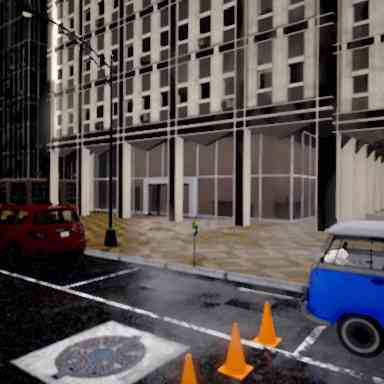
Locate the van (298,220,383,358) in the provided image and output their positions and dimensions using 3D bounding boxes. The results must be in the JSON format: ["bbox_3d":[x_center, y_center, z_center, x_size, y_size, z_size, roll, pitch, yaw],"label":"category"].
[{"bbox_3d":[3.596,1.341,4.420,3.998,1.788,1.690,0,1,36],"label":"van"}]

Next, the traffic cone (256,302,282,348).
[{"bbox_3d":[1.132,1.955,5.014,0.340,0.580,0.340,0,0,36],"label":"traffic cone"}]

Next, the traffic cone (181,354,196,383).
[{"bbox_3d":[-0.036,1.955,3.391,0.340,0.580,0.340,0,0,36],"label":"traffic cone"}]

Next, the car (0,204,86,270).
[{"bbox_3d":[-5.632,1.313,11.058,5.009,1.841,2.192,0,1,36],"label":"car"}]

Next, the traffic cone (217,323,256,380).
[{"bbox_3d":[0.548,1.955,4.203,0.340,0.580,0.340,0,0,36],"label":"traffic cone"}]
